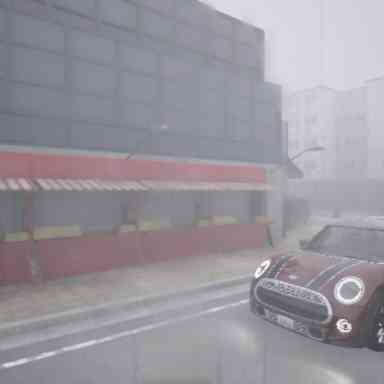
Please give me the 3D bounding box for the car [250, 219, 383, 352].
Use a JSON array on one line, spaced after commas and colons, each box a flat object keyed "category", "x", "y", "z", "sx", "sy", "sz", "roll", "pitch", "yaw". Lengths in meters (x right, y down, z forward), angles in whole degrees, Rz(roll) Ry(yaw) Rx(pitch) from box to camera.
[{"category": "car", "x": 3.224, "y": 1.340, "z": 6.274, "sx": 4.553, "sy": 1.767, "sz": 2.097, "roll": 0, "pitch": 0, "yaw": -35}]
